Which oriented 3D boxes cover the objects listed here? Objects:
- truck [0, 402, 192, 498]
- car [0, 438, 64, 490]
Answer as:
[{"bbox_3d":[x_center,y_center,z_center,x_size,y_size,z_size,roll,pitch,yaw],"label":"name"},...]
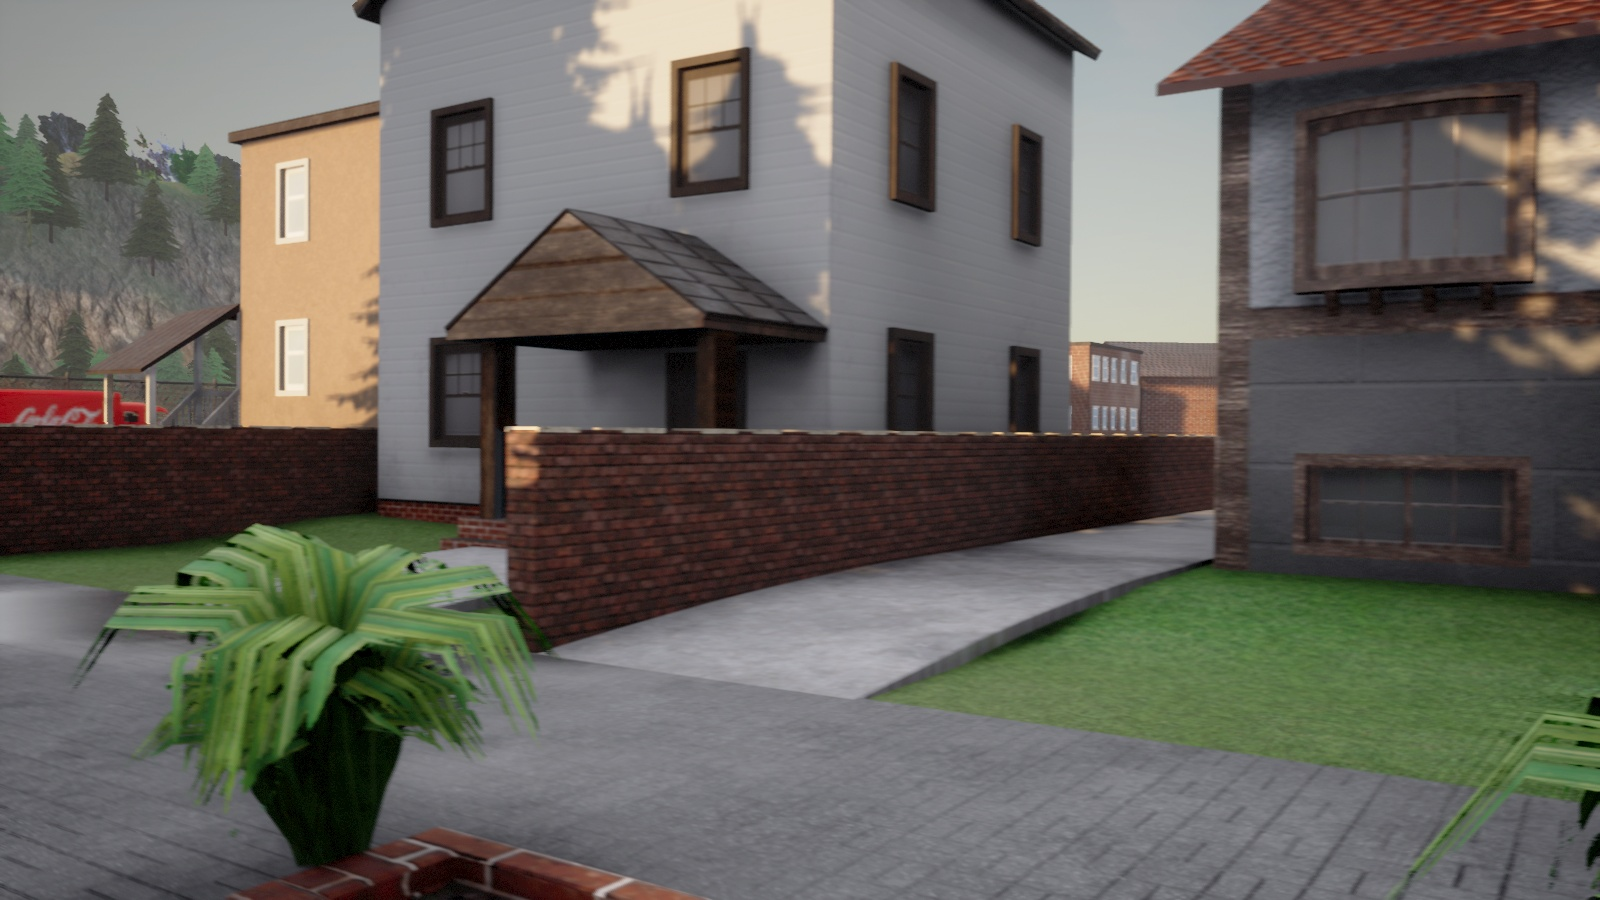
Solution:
[{"bbox_3d":[-20.256,-0.051,35.119,2.627,2.467,5.204,0,1,34],"label":"truck"},{"bbox_3d":[-24.013,0.414,36.687,1.970,1.475,3.806,0,1,34],"label":"car"}]
